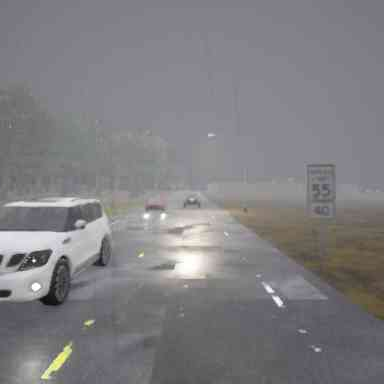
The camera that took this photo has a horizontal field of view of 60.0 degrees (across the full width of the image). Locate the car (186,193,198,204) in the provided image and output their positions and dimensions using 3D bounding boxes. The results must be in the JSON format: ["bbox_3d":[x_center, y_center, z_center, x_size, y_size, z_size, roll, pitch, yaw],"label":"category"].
[{"bbox_3d":[0.006,0.997,50.846,1.837,1.490,4.892,0,1,0],"label":"car"}]

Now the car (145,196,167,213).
[{"bbox_3d":[-3.580,1.198,33.686,1.882,1.535,5.008,0,1,0],"label":"car"}]

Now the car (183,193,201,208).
[{"bbox_3d":[0.005,0.977,40.800,2.097,1.767,4.553,0,1,0],"label":"car"}]

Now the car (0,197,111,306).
[{"bbox_3d":[-3.599,1.184,8.269,2.150,2.045,5.566,0,0,0],"label":"car"}]
